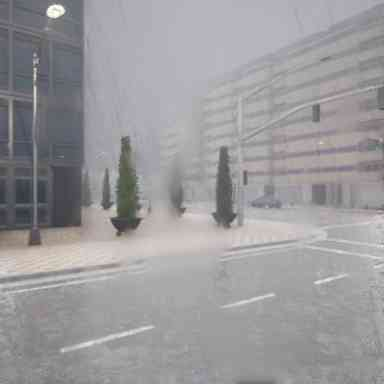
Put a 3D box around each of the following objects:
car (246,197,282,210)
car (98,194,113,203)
[{"bbox_3d":[8.931,1.415,41.497,1.837,1.490,4.892,0,0,-35],"label":"car"},{"bbox_3d":[-13.454,1.437,54.996,1.837,1.490,4.892,0,0,-35],"label":"car"}]
